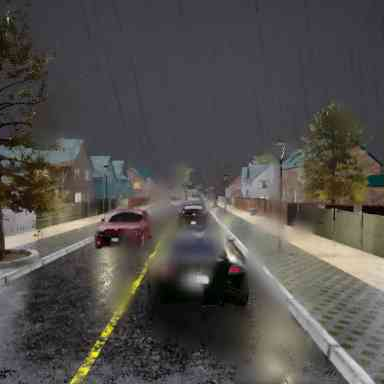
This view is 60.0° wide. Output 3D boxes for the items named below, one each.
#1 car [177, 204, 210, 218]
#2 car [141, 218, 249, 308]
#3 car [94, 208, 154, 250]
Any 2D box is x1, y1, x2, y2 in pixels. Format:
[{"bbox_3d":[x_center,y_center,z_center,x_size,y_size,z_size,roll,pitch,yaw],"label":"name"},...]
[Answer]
[{"bbox_3d":[0.116,1.529,21.672,1.837,1.490,4.892,0,0,1],"label":"car"},{"bbox_3d":[0.123,1.565,8.020,1.994,1.385,4.181,0,0,0],"label":"car"},{"bbox_3d":[-2.811,1.485,14.658,1.882,1.535,5.008,0,0,0],"label":"car"}]
